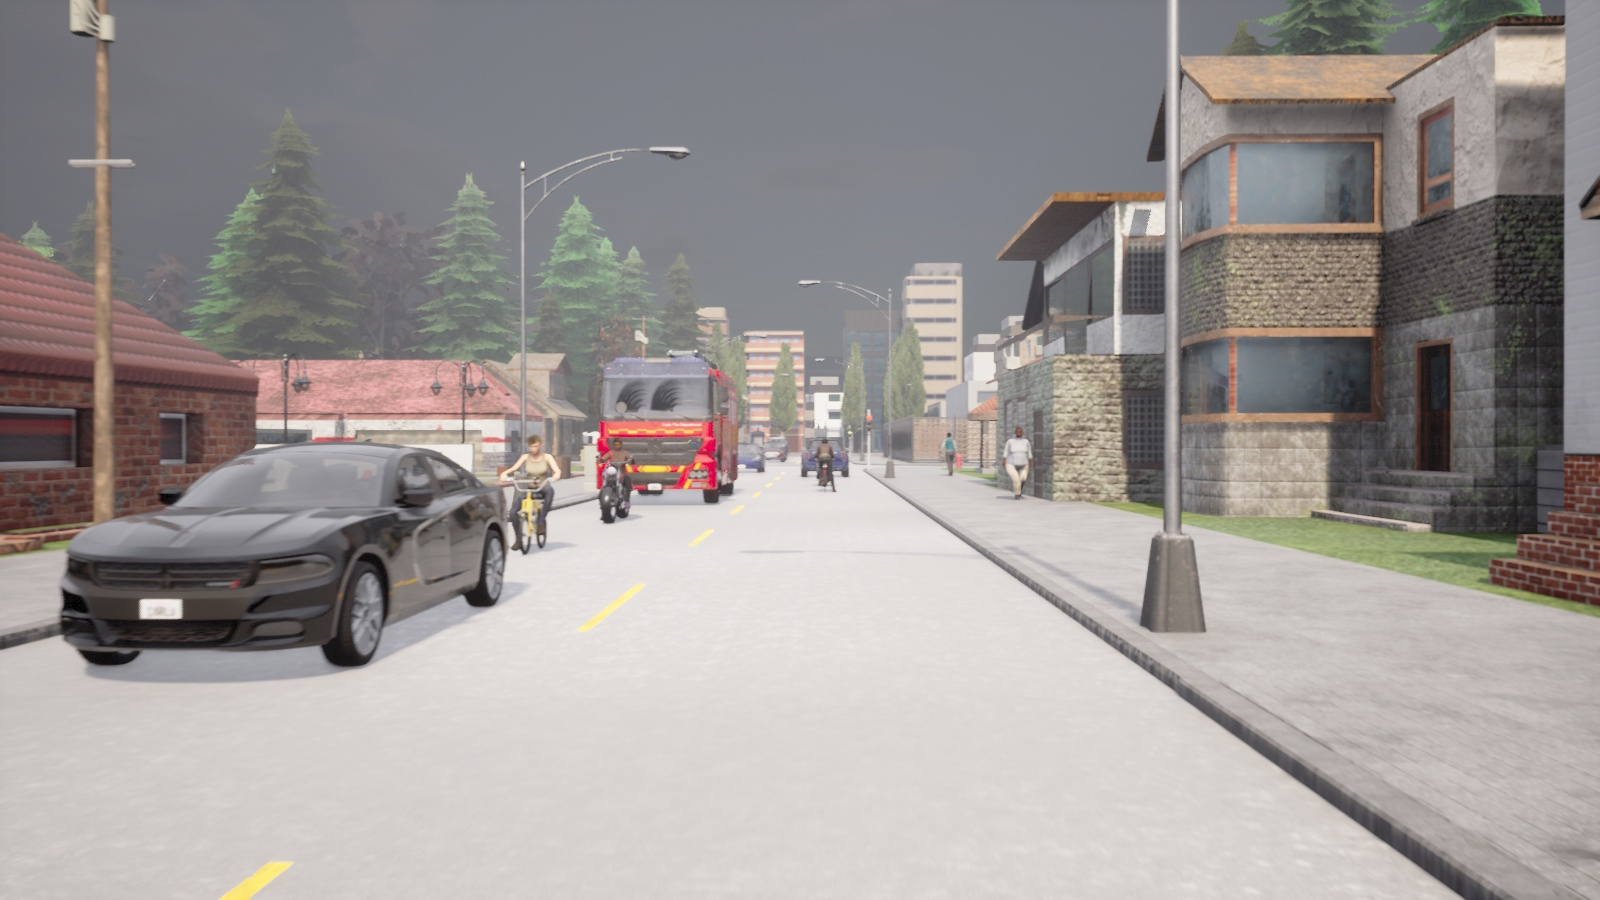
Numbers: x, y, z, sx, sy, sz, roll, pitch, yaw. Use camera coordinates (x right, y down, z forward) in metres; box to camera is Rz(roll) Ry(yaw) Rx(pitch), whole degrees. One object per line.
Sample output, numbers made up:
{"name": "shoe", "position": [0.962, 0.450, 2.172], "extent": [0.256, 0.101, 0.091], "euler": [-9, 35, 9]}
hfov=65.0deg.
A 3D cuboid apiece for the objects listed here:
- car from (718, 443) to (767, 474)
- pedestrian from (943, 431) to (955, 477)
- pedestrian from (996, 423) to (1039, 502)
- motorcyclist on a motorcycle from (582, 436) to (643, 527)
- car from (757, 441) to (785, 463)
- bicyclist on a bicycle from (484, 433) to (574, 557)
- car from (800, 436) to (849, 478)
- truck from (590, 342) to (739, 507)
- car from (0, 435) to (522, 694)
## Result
{"name": "car", "position": [-2.846, 0.386, 63.421], "extent": [2.163, 1.488, 4.792], "euler": [0, 0, 1]}
{"name": "pedestrian", "position": [6.206, 0.167, 52.285], "extent": [0.396, 1.930, 0.692], "euler": [0, 0, 1]}
{"name": "pedestrian", "position": [5.212, 0.291, 30.091], "extent": [0.874, 1.855, 0.900], "euler": [0, 0, 1]}
{"name": "motorcyclist on a motorcycle", "position": [-3.535, 0.559, 23.911], "extent": [0.766, 1.649, 2.350], "euler": [0, 0, 1]}
{"name": "car", "position": [-2.201, 0.124, 97.780], "extent": [2.033, 1.649, 4.856], "euler": [0, 0, 0]}
{"name": "bicyclist on a bicycle", "position": [-3.657, 0.583, 17.075], "extent": [0.866, 1.612, 1.509], "euler": [0, 0, 1]}
{"name": "car", "position": [1.055, 0.291, 55.853], "extent": [2.097, 1.767, 4.553], "euler": [0, 0, 1]}
{"name": "truck", "position": [-3.361, -0.609, 33.378], "extent": [2.891, 3.827, 8.468], "euler": [0, 0, 1]}
{"name": "car", "position": [-3.775, 0.664, 9.969], "extent": [1.882, 1.535, 5.008], "euler": [0, 0, 2]}
